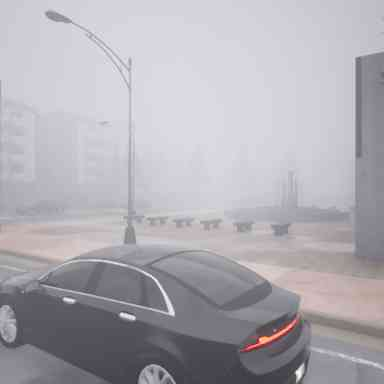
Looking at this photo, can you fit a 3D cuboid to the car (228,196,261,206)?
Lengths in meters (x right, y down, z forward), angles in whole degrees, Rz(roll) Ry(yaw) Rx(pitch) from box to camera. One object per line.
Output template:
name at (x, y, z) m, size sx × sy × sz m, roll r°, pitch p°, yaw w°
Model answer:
car at (8.902, 1.493, 54.462) m, size 4.902 × 1.511 × 2.128 m, roll 0°, pitch 0°, yaw -22°

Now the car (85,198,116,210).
car at (-11.710, 1.526, 43.348) m, size 1.812 × 1.442 × 4.674 m, roll 0°, pitch 0°, yaw 39°

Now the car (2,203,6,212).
car at (-20.246, 1.491, 31.264) m, size 2.128 × 1.511 × 4.902 m, roll 0°, pitch 0°, yaw 35°

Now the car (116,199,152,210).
car at (-7.186, 1.564, 43.239) m, size 1.994 × 1.385 × 4.181 m, roll 0°, pitch 0°, yaw 43°

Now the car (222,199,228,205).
car at (7.511, 1.508, 57.664) m, size 4.892 × 1.490 × 1.837 m, roll 1°, pitch 0°, yaw -23°

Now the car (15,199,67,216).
car at (-14.879, 1.505, 32.959) m, size 1.837 × 1.490 × 4.892 m, roll 0°, pitch 0°, yaw 34°

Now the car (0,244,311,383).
car at (-0.922, 1.505, 4.649) m, size 4.892 × 1.490 × 1.837 m, roll 0°, pitch 0°, yaw 35°
